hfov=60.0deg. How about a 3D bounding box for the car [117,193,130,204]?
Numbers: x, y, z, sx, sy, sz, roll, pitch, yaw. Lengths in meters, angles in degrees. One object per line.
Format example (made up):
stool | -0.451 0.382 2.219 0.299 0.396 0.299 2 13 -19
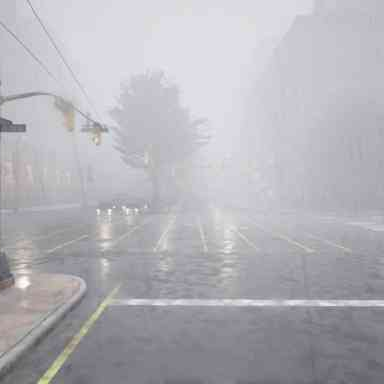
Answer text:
car | -11.580 1.221 55.531 2.150 2.045 5.566 0 0 1

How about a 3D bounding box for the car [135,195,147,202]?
car | -11.558 1.525 75.649 2.128 1.511 4.902 0 0 0

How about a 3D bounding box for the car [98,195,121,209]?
car | -11.623 1.526 46.119 1.812 1.442 4.674 0 0 0

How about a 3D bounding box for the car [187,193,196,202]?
car | -0.059 1.540 76.821 2.033 1.411 5.357 0 0 0

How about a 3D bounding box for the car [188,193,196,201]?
car | -0.066 1.225 87.062 2.150 2.045 5.566 0 0 0

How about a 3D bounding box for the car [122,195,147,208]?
car | -8.124 1.547 47.520 2.033 1.411 5.357 0 0 0

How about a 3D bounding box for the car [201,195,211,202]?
car | 3.440 1.595 78.001 1.895 1.301 4.718 0 0 0

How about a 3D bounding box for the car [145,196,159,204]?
car | -8.051 1.547 67.378 2.033 1.411 5.357 0 0 0

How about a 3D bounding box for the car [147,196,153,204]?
car | -8.073 1.564 56.757 1.994 1.385 4.181 0 0 1

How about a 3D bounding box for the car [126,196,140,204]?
car | -11.550 1.564 65.415 1.994 1.385 4.181 0 0 0

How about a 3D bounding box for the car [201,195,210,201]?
car | 3.434 1.525 87.034 2.128 1.511 4.902 0 0 0

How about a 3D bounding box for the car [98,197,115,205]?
car | -14.793 1.595 57.823 1.895 1.301 4.718 0 0 0
